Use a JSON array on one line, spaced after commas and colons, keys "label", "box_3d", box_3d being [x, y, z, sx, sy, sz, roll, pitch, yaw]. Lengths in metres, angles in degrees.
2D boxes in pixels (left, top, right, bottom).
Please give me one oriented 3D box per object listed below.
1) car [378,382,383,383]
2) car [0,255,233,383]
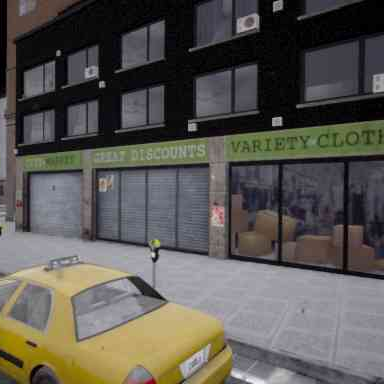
[{"label": "car", "box_3d": [2.838, 1.550, 1.064, 4.403, 1.369, 2.008, 0, 1, 36]}, {"label": "car", "box_3d": [-1.846, 1.526, 4.410, 4.829, 1.417, 1.752, 0, 1, 36]}]
